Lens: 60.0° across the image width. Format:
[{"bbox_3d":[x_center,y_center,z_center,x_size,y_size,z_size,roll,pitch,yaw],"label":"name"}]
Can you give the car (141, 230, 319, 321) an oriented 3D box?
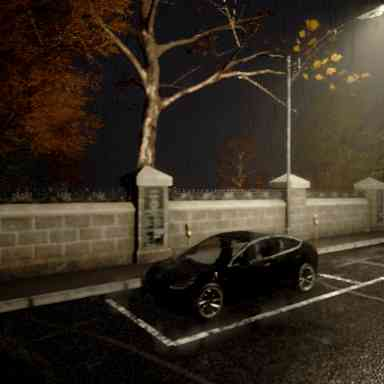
[{"bbox_3d":[1.011,1.564,7.280,4.313,1.339,1.947,0,0,-36],"label":"car"}]
